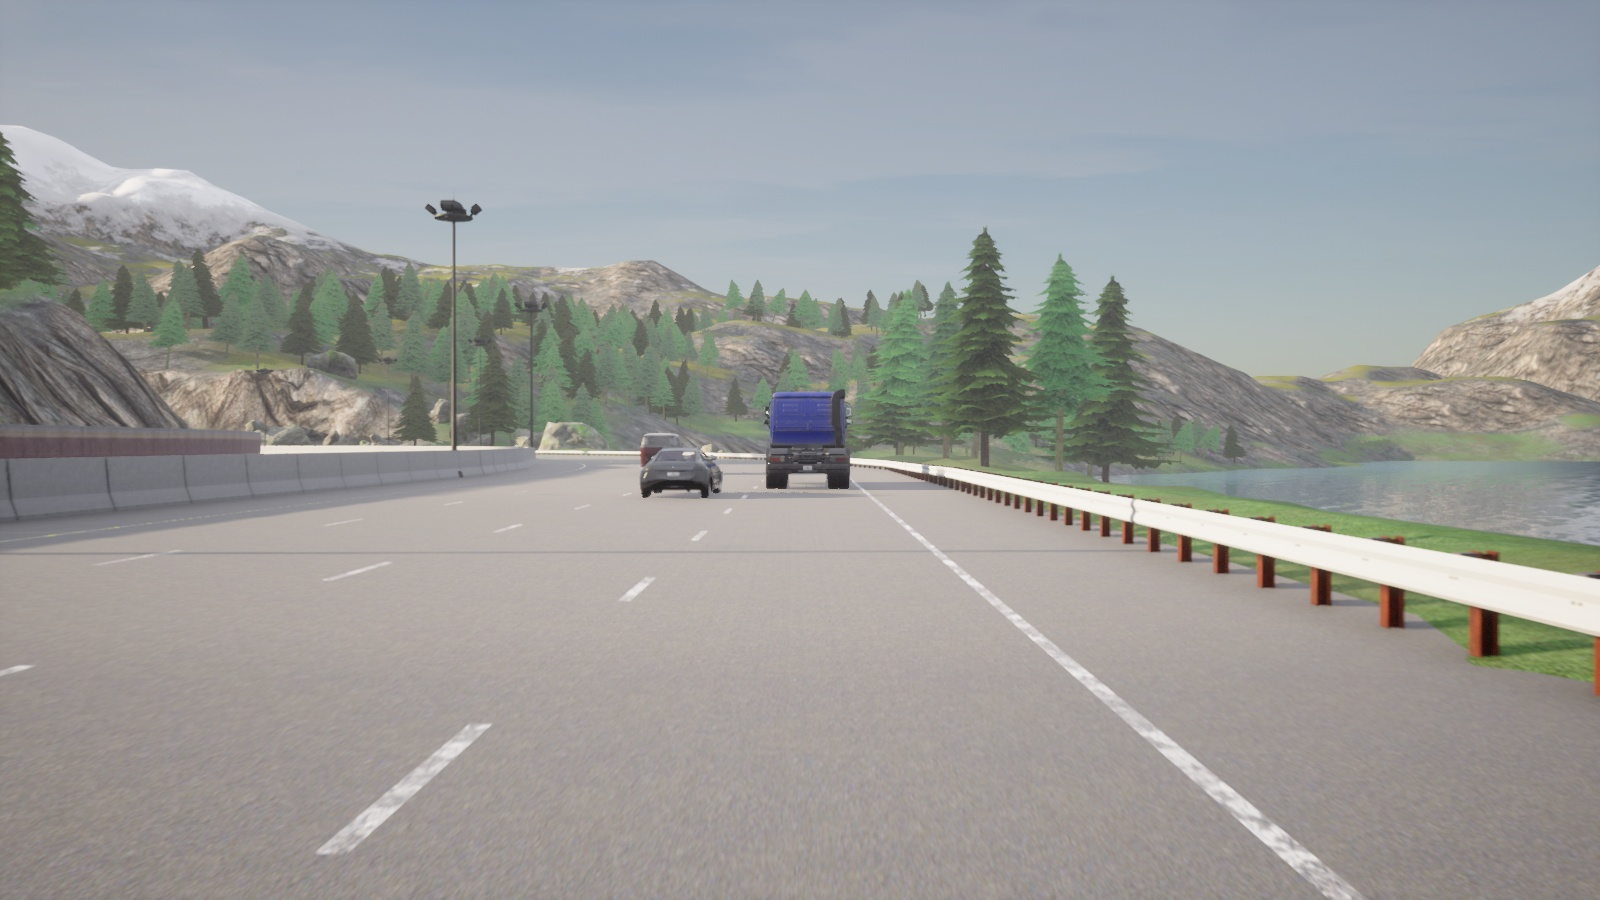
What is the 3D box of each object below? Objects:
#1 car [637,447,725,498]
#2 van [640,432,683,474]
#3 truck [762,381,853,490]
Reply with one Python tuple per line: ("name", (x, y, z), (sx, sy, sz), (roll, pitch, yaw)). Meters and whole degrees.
("car", (-3.376, 0.603, 36.351), (1.994, 1.385, 4.181), (0, 0, 2))
("van", (-6.777, 0.145, 61.900), (1.775, 1.987, 4.442), (0, 0, -2))
("truck", (0.268, -0.483, 44.026), (2.891, 3.462, 7.936), (0, 0, 0))
